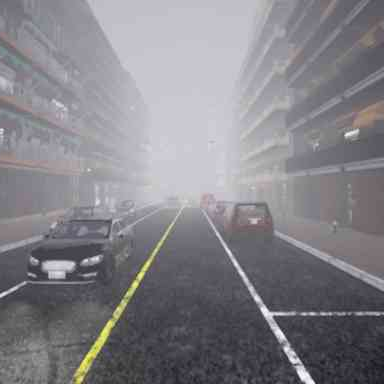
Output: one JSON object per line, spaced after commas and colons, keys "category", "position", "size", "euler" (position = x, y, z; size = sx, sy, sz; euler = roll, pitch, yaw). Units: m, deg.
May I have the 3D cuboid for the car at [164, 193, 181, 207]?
{"category": "car", "position": [-2.813, 1.344, 52.626], "size": [2.097, 1.767, 4.553], "euler": [0, 0, 0]}

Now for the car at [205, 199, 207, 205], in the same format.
{"category": "car", "position": [2.557, 1.575, 32.973], "size": [1.802, 1.307, 4.206], "euler": [-1, 0, 0]}

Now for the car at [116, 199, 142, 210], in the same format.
{"category": "car", "position": [-5.325, 1.434, 27.518], "size": [1.967, 1.590, 4.097], "euler": [-1, 0, 0]}

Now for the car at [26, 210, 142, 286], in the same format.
{"category": "car", "position": [-2.851, 1.488, 9.479], "size": [2.128, 1.511, 4.902], "euler": [0, 0, 0]}

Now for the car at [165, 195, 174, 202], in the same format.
{"category": "car", "position": [-5.322, 1.539, 78.379], "size": [1.887, 1.381, 4.507], "euler": [-1, 0, 0]}

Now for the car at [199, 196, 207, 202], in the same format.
{"category": "car", "position": [2.559, 1.576, 78.288], "size": [1.802, 1.307, 4.206], "euler": [-1, 0, 0]}

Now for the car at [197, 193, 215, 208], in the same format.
{"category": "car", "position": [2.270, 1.220, 48.654], "size": [2.150, 2.045, 5.566], "euler": [0, 0, 0]}

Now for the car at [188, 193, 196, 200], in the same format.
{"category": "car", "position": [0.003, 1.201, 87.112], "size": [2.097, 1.767, 4.553], "euler": [0, 0, 0]}

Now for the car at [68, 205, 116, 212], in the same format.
{"category": "car", "position": [-5.326, 1.435, 16.215], "size": [1.967, 1.590, 4.097], "euler": [-1, 0, 0]}

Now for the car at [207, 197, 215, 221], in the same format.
{"category": "car", "position": [2.559, 1.433, 27.309], "size": [1.967, 1.590, 4.097], "euler": [-1, 0, 0]}

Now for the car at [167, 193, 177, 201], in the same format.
{"category": "car", "position": [-5.325, 1.311, 89.681], "size": [2.192, 1.841, 5.009], "euler": [-1, 0, 0]}

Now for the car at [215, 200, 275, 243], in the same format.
{"category": "car", "position": [2.542, 1.310, 15.980], "size": [2.192, 1.841, 5.009], "euler": [-1, 0, 0]}

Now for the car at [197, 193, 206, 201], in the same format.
{"category": "car", "position": [2.555, 1.311, 89.616], "size": [2.192, 1.841, 5.009], "euler": [-1, 0, 0]}

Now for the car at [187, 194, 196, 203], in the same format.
{"category": "car", "position": [0.003, 1.556, 67.174], "size": [2.033, 1.411, 5.357], "euler": [0, 0, 0]}
